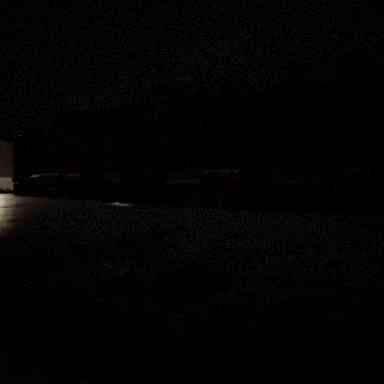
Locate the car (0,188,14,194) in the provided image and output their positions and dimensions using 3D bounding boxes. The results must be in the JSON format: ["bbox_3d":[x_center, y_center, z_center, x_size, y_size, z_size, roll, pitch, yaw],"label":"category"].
[{"bbox_3d":[-36.181,-0.152,64.472,1.947,1.339,4.313,1,1,36],"label":"car"}]
